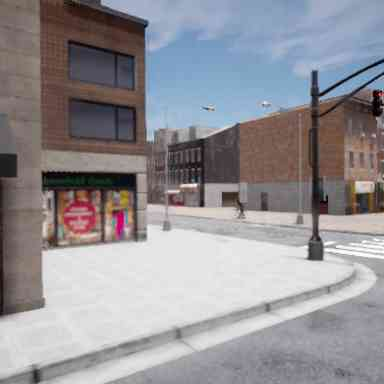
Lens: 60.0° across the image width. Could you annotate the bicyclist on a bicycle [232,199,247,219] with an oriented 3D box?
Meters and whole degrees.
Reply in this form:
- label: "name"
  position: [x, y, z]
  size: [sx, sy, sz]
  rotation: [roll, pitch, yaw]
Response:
- label: "bicyclist on a bicycle"
  position: [3.898, 1.406, 27.098]
  size: [1.656, 1.620, 0.582]
  rotation: [-1, 1, -36]
